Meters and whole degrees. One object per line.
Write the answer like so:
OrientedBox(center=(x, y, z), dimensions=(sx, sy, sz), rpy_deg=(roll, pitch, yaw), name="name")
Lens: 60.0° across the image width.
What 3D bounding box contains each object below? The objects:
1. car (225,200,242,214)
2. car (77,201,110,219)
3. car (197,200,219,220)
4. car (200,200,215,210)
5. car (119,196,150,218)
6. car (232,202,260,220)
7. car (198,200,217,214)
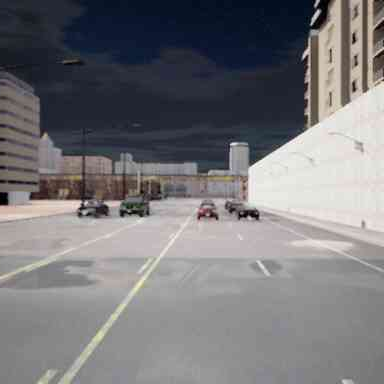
OrientedBox(center=(5.402, 1.817, 40.508), dimensions=(1.837, 1.490, 4.892), rpy_deg=(0, 0, 3), name="car")
OrientedBox(center=(-9.163, 1.648, 31.175), dimensions=(2.128, 1.511, 4.902), rpy_deg=(0, 0, 3), name="car")
OrientedBox(center=(1.437, 1.742, 30.117), dimensions=(1.812, 1.442, 4.674), rpy_deg=(0, 0, 3), name="car")
OrientedBox(center=(2.350, 1.906, 50.004), dimensions=(2.033, 1.411, 5.357), rpy_deg=(0, 0, 3), name="car")
OrientedBox(center=(-5.566, 1.412, 32.991), dimensions=(2.150, 2.045, 5.566), rpy_deg=(0, 0, 3), name="car")
OrientedBox(center=(4.951, 1.841, 30.333), dimensions=(1.895, 1.301, 4.718), rpy_deg=(0, 0, 3), name="car")
OrientedBox(center=(1.874, 1.779, 40.175), dimensions=(2.128, 1.511, 4.902), rpy_deg=(0, 0, 3), name="car")
